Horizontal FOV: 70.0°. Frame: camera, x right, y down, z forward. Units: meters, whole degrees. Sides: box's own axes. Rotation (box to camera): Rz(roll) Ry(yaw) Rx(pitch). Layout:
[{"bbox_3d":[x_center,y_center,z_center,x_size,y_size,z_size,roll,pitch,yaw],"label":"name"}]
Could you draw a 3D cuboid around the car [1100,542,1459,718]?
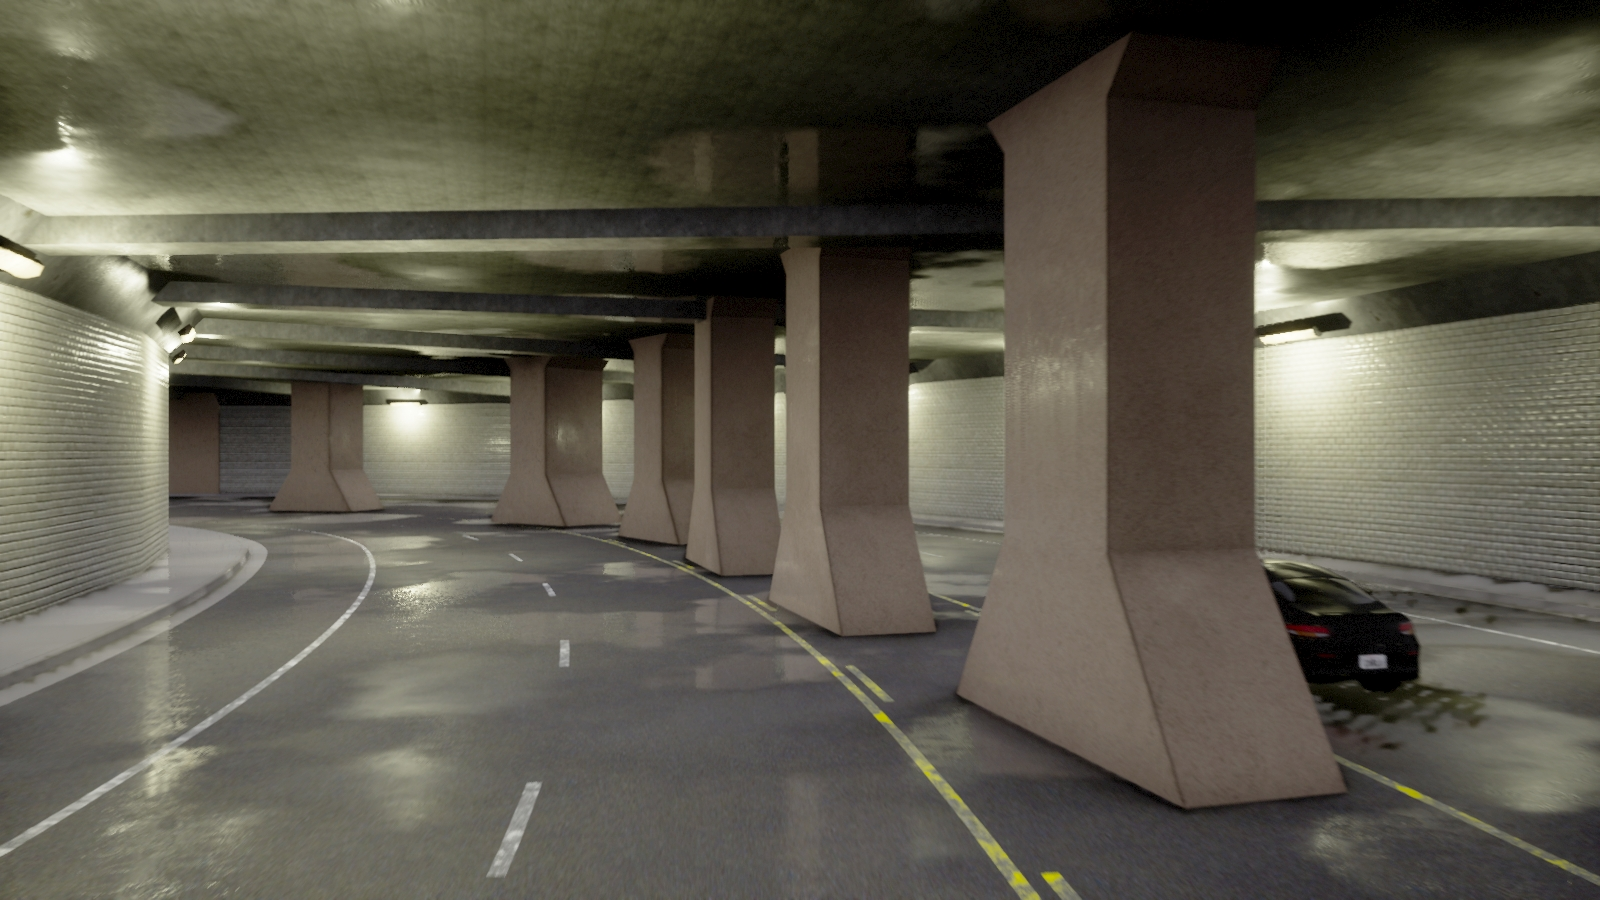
[{"bbox_3d":[5.710,2.080,14.407,2.002,1.442,4.674,0,0,-9],"label":"car"}]
